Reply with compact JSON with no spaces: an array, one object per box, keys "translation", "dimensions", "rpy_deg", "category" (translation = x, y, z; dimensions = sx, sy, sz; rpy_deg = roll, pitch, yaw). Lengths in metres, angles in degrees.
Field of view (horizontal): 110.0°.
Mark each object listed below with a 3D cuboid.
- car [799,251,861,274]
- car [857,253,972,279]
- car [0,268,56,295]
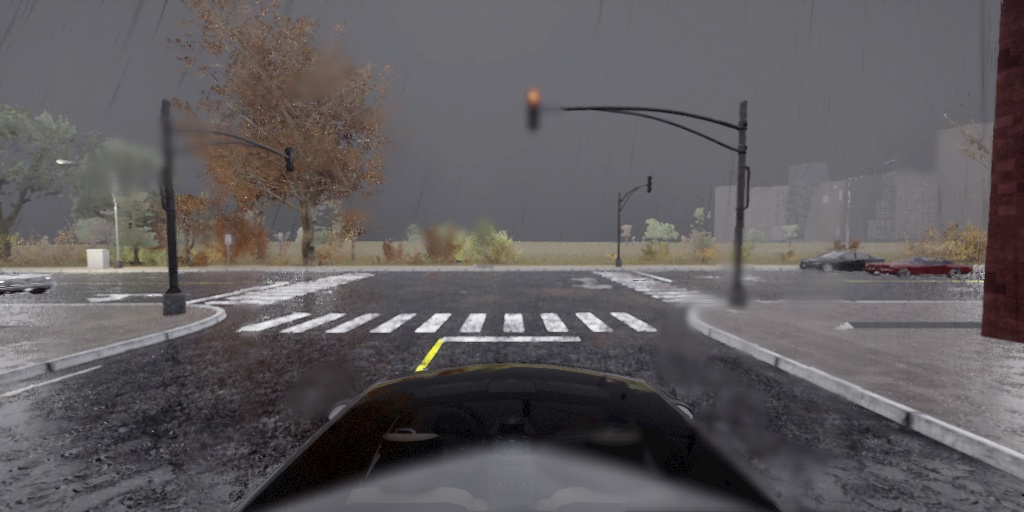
[{"translation":[22.835,0.412,24.874],"dimensions":[5.008,1.535,1.882],"rpy_deg":[0,3,1],"category":"car"},{"translation":[24.265,0.675,21.617],"dimensions":[4.718,1.301,1.895],"rpy_deg":[0,3,1],"category":"car"},{"translation":[-22.043,1.072,14.639],"dimensions":[4.718,1.301,1.895],"rpy_deg":[0,3,-2],"category":"car"}]
